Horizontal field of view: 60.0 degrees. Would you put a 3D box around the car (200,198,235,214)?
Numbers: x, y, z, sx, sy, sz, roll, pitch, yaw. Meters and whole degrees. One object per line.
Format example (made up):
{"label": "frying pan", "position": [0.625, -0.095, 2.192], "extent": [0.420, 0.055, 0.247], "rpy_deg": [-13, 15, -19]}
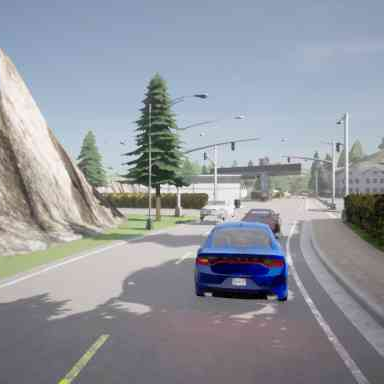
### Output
{"label": "car", "position": [1.958, 1.178, 24.196], "extent": [1.812, 1.442, 4.674], "rpy_deg": [0, 0, 19]}

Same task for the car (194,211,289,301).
{"label": "car", "position": [1.287, 1.478, 8.474], "extent": [1.882, 1.535, 5.008], "rpy_deg": [0, 0, 10]}

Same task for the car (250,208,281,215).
{"label": "car", "position": [3.687, 1.564, 17.664], "extent": [1.994, 1.385, 4.181], "rpy_deg": [0, 0, 17]}

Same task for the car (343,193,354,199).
{"label": "car", "position": [40.162, 1.077, 82.998], "extent": [3.866, 1.878, 1.905], "rpy_deg": [0, 0, 19]}
